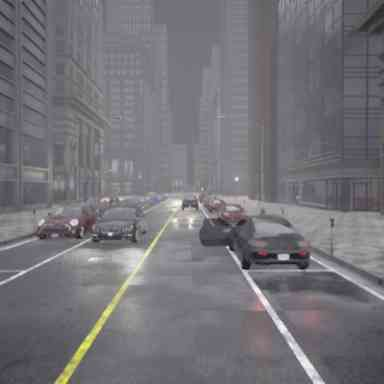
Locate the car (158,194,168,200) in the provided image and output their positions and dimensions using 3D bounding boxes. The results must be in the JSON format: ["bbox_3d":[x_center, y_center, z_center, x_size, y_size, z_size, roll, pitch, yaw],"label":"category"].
[{"bbox_3d":[-6.291,1.076,72.591,1.947,1.339,4.313,0,0,0],"label":"car"}]

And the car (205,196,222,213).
[{"bbox_3d":[2.520,1.344,33.204,1.802,1.307,4.206,0,0,0],"label":"car"}]

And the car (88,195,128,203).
[{"bbox_3d":[-5.924,1.159,21.862,2.192,1.841,5.009,0,0,0],"label":"car"}]

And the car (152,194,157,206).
[{"bbox_3d":[-6.086,1.270,44.410,1.802,1.307,4.206,0,0,0],"label":"car"}]

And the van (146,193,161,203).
[{"bbox_3d":[-6.128,0.992,50.044,1.690,1.788,3.998,0,0,0],"label":"van"}]

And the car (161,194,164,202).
[{"bbox_3d":[-6.167,1.141,55.512,1.752,1.417,4.829,0,0,0],"label":"car"}]

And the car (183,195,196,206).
[{"bbox_3d":[-0.330,1.163,48.394,1.837,1.490,4.892,0,0,0],"label":"car"}]

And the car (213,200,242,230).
[{"bbox_3d":[2.602,1.424,21.932,1.802,1.307,4.206,0,0,0],"label":"car"}]

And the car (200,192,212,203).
[{"bbox_3d":[2.438,1.126,44.475,1.967,1.590,4.097,0,0,0],"label":"car"}]

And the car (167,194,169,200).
[{"bbox_3d":[-6.250,1.110,66.955,1.947,1.339,4.313,0,0,0],"label":"car"}]

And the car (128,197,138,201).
[{"bbox_3d":[-5.963,1.370,27.501,1.947,1.339,4.313,0,0,0],"label":"car"}]

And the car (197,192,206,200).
[{"bbox_3d":[2.192,0.914,78.290,1.967,1.590,4.097,0,0,0],"label":"car"}]

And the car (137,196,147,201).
[{"bbox_3d":[-6.004,1.330,33.137,1.947,1.339,4.313,0,0,0],"label":"car"}]

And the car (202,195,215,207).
[{"bbox_3d":[2.479,1.306,38.841,1.802,1.307,4.206,0,0,0],"label":"car"}]

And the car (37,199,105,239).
[{"bbox_3d":[-5.882,1.324,16.226,1.967,1.590,4.097,0,0,0],"label":"car"}]

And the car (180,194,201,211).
[{"bbox_3d":[-0.202,1.241,37.134,1.837,1.490,4.892,0,0,0],"label":"car"}]

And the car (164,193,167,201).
[{"bbox_3d":[-6.209,1.161,61.319,1.802,1.307,4.206,0,0,0],"label":"car"}]

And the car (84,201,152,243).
[{"bbox_3d":[-3.210,1.394,15.415,1.837,1.490,4.892,0,0,0],"label":"car"}]

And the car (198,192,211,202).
[{"bbox_3d":[2.314,0.892,61.381,2.192,1.841,5.009,0,0,0],"label":"car"}]

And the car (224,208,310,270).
[{"bbox_3d":[2.277,1.448,10.627,1.812,1.442,4.674,0,0,0],"label":"car"}]

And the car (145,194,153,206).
[{"bbox_3d":[-6.045,1.277,38.773,2.008,1.369,4.403,0,0,0],"label":"car"}]

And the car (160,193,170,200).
[{"bbox_3d":[-6.332,1.027,78.227,2.008,1.369,4.403,0,0,0],"label":"car"}]
